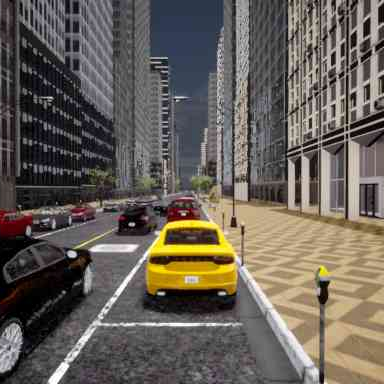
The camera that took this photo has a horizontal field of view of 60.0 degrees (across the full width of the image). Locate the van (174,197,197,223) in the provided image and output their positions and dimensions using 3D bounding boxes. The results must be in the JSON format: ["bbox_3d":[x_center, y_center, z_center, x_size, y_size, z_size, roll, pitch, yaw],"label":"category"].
[{"bbox_3d":[-0.465,1.336,26.356,1.690,1.788,3.998,-1,0,0],"label":"van"}]

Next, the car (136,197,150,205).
[{"bbox_3d":[-8.843,1.570,60.458,1.802,1.307,4.206,-1,0,0],"label":"car"}]

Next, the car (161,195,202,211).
[{"bbox_3d":[-0.465,1.311,20.672,2.192,1.841,5.009,-1,0,0],"label":"car"}]

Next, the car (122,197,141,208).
[{"bbox_3d":[-8.843,1.541,49.090,2.008,1.369,4.403,-1,0,0],"label":"car"}]

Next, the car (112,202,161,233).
[{"bbox_3d":[-3.095,1.522,19.565,1.812,1.442,4.674,0,0,0],"label":"car"}]

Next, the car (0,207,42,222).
[{"bbox_3d":[-8.843,1.542,14.989,1.887,1.381,4.507,-1,0,0],"label":"car"}]

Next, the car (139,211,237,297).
[{"bbox_3d":[-0.006,1.476,8.652,1.882,1.535,5.008,0,0,0],"label":"car"}]

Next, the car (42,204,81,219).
[{"bbox_3d":[-8.844,1.547,20.672,2.008,1.369,4.403,-1,0,0],"label":"car"}]

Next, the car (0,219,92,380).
[{"bbox_3d":[-3.146,1.476,5.482,1.882,1.535,5.008,0,0,0],"label":"car"}]

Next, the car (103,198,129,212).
[{"bbox_3d":[-8.844,1.544,37.723,2.008,1.369,4.403,-1,0,0],"label":"car"}]

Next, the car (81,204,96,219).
[{"bbox_3d":[-8.843,1.577,26.356,1.802,1.307,4.206,-1,0,0],"label":"car"}]

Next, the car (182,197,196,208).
[{"bbox_3d":[-0.463,1.541,49.090,2.008,1.369,4.403,-1,0,0],"label":"car"}]

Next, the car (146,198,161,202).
[{"bbox_3d":[-3.104,1.595,33.279,1.895,1.301,4.718,0,0,1],"label":"car"}]

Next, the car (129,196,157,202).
[{"bbox_3d":[-6.189,1.484,42.700,2.128,1.511,4.902,0,0,1],"label":"car"}]

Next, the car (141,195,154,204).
[{"bbox_3d":[-8.845,1.426,66.141,1.967,1.590,4.097,-1,0,0],"label":"car"}]

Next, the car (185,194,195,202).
[{"bbox_3d":[-0.465,1.298,77.509,2.192,1.841,5.009,-1,0,0],"label":"car"}]

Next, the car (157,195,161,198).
[{"bbox_3d":[-8.844,1.509,77.339,1.752,1.417,4.829,-1,0,0],"label":"car"}]
